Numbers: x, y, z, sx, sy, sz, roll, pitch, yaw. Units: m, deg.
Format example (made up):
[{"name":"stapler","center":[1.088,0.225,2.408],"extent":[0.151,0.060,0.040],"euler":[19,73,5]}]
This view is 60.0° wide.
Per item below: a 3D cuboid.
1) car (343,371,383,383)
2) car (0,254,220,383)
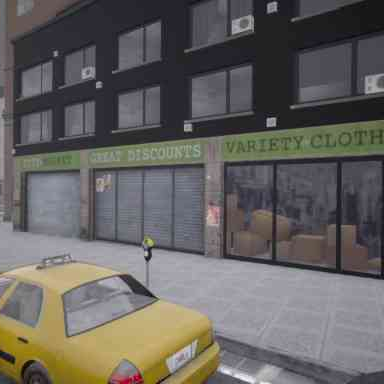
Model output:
[{"name":"car","center":[2.717,1.551,1.156],"extent":[4.403,1.369,2.008],"euler":[0,1,35]},{"name":"car","center":[-1.975,1.524,4.491],"extent":[4.829,1.417,1.752],"euler":[0,1,35]}]
